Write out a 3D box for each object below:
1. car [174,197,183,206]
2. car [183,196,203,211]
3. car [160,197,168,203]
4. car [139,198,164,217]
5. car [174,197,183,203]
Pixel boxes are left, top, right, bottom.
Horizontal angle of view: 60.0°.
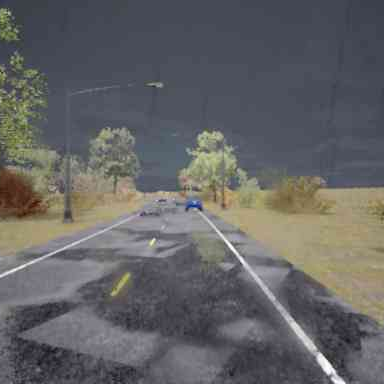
[{"bbox_3d":[-2.063,1.923,63.240,1.994,1.385,4.181,0,0,-4],"label":"car"},{"bbox_3d":[0.219,1.487,44.410,2.150,2.045,5.566,0,0,-3],"label":"car"},{"bbox_3d":[-6.464,1.815,74.991,1.895,1.301,4.718,0,0,-4],"label":"car"},{"bbox_3d":[-4.169,1.719,33.705,1.837,1.490,4.892,0,0,-2],"label":"car"},{"bbox_3d":[-3.162,1.910,77.769,1.994,1.385,4.181,0,0,-5],"label":"car"}]
